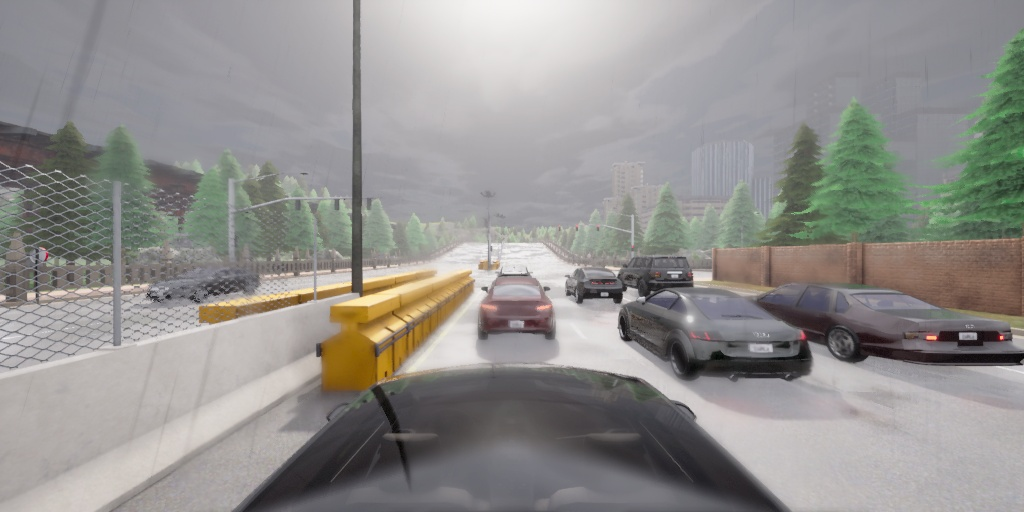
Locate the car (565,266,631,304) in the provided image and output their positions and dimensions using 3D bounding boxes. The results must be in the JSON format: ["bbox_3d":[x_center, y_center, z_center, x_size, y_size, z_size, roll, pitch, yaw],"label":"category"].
[{"bbox_3d":[3.613,1.255,16.401,1.837,1.490,4.892,0,0,0],"label":"car"}]

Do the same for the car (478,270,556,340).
[{"bbox_3d":[0.109,1.276,9.863,1.812,1.442,4.674,0,0,0],"label":"car"}]

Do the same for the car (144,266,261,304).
[{"bbox_3d":[-13.988,1.245,16.593,2.128,1.511,4.902,0,0,0],"label":"car"}]

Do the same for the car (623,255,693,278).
[{"bbox_3d":[7.114,0.972,18.341,2.150,2.045,5.566,0,0,0],"label":"car"}]

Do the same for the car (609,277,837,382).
[{"bbox_3d":[3.610,1.314,7.234,1.994,1.385,4.181,0,0,-1],"label":"car"}]

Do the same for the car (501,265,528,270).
[{"bbox_3d":[0.116,1.241,19.109,2.128,1.511,4.902,0,0,0],"label":"car"}]

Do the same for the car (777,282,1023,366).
[{"bbox_3d":[7.106,1.297,8.099,2.033,1.411,5.357,0,0,0],"label":"car"}]
